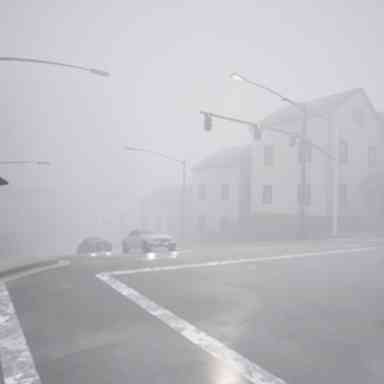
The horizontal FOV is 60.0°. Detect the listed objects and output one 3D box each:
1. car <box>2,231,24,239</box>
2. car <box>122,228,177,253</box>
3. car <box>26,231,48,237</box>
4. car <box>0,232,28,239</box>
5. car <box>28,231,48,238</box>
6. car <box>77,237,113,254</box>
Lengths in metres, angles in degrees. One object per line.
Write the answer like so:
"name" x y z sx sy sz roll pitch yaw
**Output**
"car" -42.085 10.120 78.417 1.853 1.218 4.536 1 -2 19
"car" -2.730 2.915 20.118 1.812 1.442 4.674 3 -10 -34
"car" -38.164 10.336 82.032 4.536 1.218 1.853 2 -2 -6
"car" -42.107 10.276 78.364 2.038 1.542 4.974 1 -2 19
"car" -38.118 10.495 82.033 4.974 1.542 2.038 2 -2 -6
"car" -8.296 4.547 28.217 1.994 1.385 4.181 3 -14 -34
